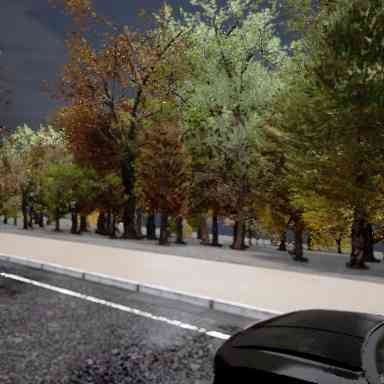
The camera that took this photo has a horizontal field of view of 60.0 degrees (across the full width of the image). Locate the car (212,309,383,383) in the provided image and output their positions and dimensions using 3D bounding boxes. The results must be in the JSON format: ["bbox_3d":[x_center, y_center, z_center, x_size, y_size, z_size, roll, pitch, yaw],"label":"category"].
[{"bbox_3d":[2.432,1.472,1.941,5.008,1.535,1.882,0,0,36],"label":"car"}]
